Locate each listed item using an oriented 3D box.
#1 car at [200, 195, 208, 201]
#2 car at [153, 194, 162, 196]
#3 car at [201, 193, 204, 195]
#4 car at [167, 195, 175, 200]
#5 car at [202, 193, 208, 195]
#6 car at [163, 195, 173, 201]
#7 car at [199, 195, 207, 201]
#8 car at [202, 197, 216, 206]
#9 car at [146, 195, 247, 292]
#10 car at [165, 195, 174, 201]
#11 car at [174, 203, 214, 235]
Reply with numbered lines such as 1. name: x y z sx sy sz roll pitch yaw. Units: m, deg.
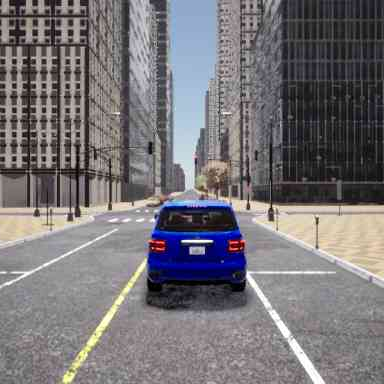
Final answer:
1. car: 2.715 1.406 78.786 1.752 1.417 4.829 0 0 0
2. car: -5.803 1.477 50.073 1.752 1.417 4.829 0 0 0
3. car: 2.714 1.212 72.941 2.192 1.841 5.009 0 0 0
4. car: -5.663 1.396 89.974 2.008 1.369 4.403 0 0 0
5. car: 2.837 1.392 50.240 1.967 1.590 4.097 0 0 0
6. car: -5.666 1.426 78.623 1.887 1.381 4.507 0 0 0
7. car: 2.716 1.408 84.290 1.887 1.381 4.507 0 0 0
8. car: 2.807 1.490 55.919 2.008 1.369 4.403 0 0 0
9. car: 0.101 1.219 9.071 2.150 2.045 5.566 0 0 0
10. car: -5.664 1.414 84.299 2.008 1.369 4.403 0 0 0
11. car: 0.101 1.482 19.800 2.128 1.511 4.902 0 0 0
